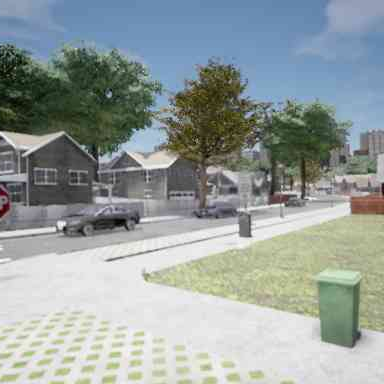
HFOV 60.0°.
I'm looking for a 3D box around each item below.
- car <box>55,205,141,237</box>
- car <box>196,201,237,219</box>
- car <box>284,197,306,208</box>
[{"bbox_3d":[-4.957,1.465,18.115,2.128,1.511,4.902,-2,-1,36],"label":"car"},{"bbox_3d":[2.075,1.493,27.893,1.994,1.385,4.181,-2,-1,35],"label":"car"},{"bbox_3d":[13.983,1.392,45.121,1.994,1.385,4.181,-2,-1,33],"label":"car"}]
